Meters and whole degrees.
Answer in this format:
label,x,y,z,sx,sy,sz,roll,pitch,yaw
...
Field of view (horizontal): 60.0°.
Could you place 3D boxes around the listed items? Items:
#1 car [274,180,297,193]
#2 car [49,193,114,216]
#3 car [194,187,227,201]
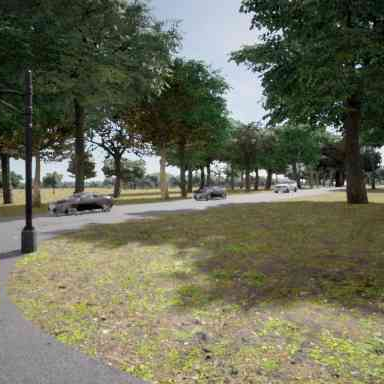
label,x,y,z,sx,sy,sz,roll,pitch,yaw
car,15.348,-0.897,54.457,2.150,2.045,5.566,-1,1,38
car,-7.976,0.823,24.353,2.128,1.511,4.902,-1,2,38
car,2.114,0.174,37.439,2.128,1.511,4.902,-1,2,38
